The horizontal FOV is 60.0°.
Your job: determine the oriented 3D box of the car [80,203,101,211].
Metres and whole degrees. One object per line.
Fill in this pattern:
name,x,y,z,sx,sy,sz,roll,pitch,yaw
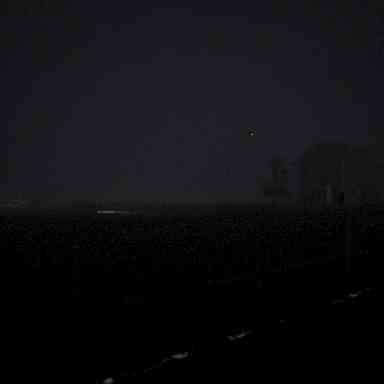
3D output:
car,-15.918,2.339,52.839,1.895,1.301,4.718,0,-1,-43

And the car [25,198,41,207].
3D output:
car,-38.323,2.880,80.972,1.994,1.385,4.181,0,-1,-43
